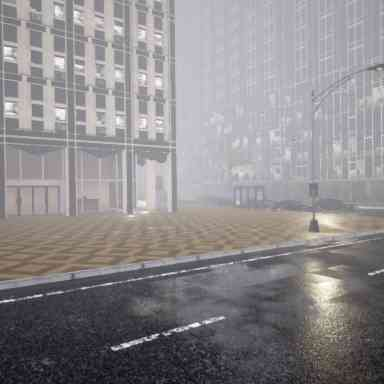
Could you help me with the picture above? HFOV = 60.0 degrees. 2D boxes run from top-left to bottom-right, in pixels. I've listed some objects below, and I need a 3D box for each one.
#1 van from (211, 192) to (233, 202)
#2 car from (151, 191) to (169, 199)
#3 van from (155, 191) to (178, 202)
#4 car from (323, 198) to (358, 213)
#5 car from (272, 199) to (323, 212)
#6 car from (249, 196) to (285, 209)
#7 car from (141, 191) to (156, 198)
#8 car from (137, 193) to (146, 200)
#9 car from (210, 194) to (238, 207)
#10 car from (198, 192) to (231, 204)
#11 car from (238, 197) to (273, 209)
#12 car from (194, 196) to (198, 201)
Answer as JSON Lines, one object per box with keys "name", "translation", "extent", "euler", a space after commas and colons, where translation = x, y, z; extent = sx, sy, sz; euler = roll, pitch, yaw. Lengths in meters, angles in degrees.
{"name": "van", "translation": [5.335, 0.855, 59.162], "extent": [1.690, 1.788, 3.998], "euler": [0, 1, -35]}
{"name": "car", "translation": [-7.556, 0.614, 77.888], "extent": [2.192, 1.841, 5.009], "euler": [0, 1, -35]}
{"name": "van", "translation": [-4.790, 0.936, 59.093], "extent": [1.690, 1.788, 3.998], "euler": [0, 1, -35]}
{"name": "car", "translation": [14.976, 1.364, 34.936], "extent": [1.812, 1.442, 4.674], "euler": [-1, 1, -34]}
{"name": "car", "translation": [11.217, 1.423, 35.615], "extent": [1.947, 1.339, 4.313], "euler": [0, 1, -35]}
{"name": "car", "translation": [9.578, 1.316, 42.773], "extent": [1.994, 1.385, 4.181], "euler": [-1, 1, -35]}
{"name": "car", "translation": [-10.779, 0.685, 82.571], "extent": [1.967, 1.590, 4.097], "euler": [0, 1, -35]}
{"name": "car", "translation": [-11.236, 1.039, 68.459], "extent": [2.008, 1.369, 4.403], "euler": [0, 1, -35]}
{"name": "car", "translation": [4.833, 1.319, 45.023], "extent": [1.947, 1.339, 4.313], "euler": [0, 1, -35]}
{"name": "car", "translation": [3.688, 1.205, 51.348], "extent": [2.033, 1.411, 5.357], "euler": [-1, 1, -34]}
{"name": "car", "translation": [8.008, 1.388, 40.309], "extent": [1.802, 1.307, 4.206], "euler": [0, 1, -35]}
{"name": "car", "translation": [2.113, 1.043, 63.846], "extent": [1.802, 1.307, 4.206], "euler": [0, 1, -35]}
